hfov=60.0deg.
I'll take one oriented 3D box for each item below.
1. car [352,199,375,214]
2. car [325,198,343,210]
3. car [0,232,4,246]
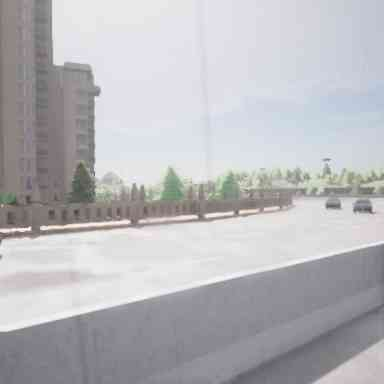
[{"bbox_3d":[18.456,1.510,35.808,1.837,1.490,4.892,0,-1,29],"label":"car"},{"bbox_3d":[18.806,1.532,44.059,1.882,1.535,5.008,0,0,25],"label":"car"},{"bbox_3d":[-8.871,1.544,10.678,4.902,1.511,2.128,0,0,-36],"label":"car"}]
